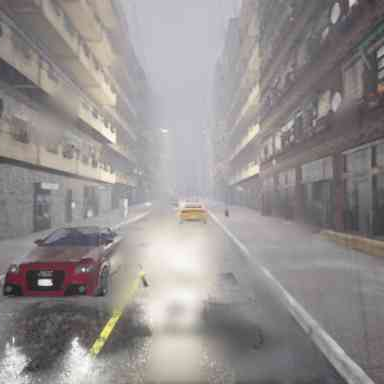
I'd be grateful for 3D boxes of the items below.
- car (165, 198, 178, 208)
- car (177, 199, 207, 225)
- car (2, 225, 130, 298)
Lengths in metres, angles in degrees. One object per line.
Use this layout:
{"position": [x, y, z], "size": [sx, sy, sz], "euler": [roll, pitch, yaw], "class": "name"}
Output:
{"position": [-2.849, 1.617, 48.910], "size": [2.033, 1.411, 5.357], "euler": [0, 0, 0], "class": "car"}
{"position": [0.091, 1.500, 24.627], "size": [1.882, 1.535, 5.008], "euler": [0, 0, 0], "class": "car"}
{"position": [-2.851, 1.570, 8.445], "size": [1.994, 1.385, 4.181], "euler": [0, 0, 0], "class": "car"}
